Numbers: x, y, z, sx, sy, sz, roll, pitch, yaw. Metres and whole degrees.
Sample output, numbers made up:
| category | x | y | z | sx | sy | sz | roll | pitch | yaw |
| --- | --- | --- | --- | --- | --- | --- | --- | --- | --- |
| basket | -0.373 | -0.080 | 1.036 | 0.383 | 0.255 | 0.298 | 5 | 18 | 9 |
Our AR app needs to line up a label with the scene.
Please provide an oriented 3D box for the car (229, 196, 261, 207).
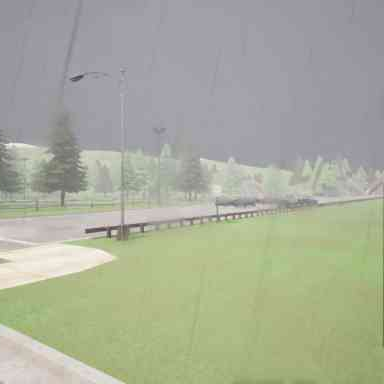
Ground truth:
| category | x | y | z | sx | sy | sz | roll | pitch | yaw |
| --- | --- | --- | --- | --- | --- | --- | --- | --- | --- |
| car | 8.088 | 1.494 | 50.482 | 2.128 | 1.511 | 4.902 | 0 | 0 | 35 |

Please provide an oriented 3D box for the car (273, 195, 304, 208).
| category | x | y | z | sx | sy | sz | roll | pitch | yaw |
| --- | --- | --- | --- | --- | --- | --- | --- | --- | --- |
| car | 13.320 | 1.506 | 45.760 | 1.837 | 1.490 | 4.892 | 0 | 0 | 35 |

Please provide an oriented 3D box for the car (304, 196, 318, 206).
| category | x | y | z | sx | sy | sz | roll | pitch | yaw |
| --- | --- | --- | --- | --- | --- | --- | --- | --- | --- |
| car | 19.182 | 1.507 | 54.222 | 1.837 | 1.490 | 4.892 | 0 | 0 | 35 |

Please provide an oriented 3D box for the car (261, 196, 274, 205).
| category | x | y | z | sx | sy | sz | roll | pitch | yaw |
| --- | --- | --- | --- | --- | --- | --- | --- | --- | --- |
| car | 13.920 | 1.494 | 58.912 | 2.128 | 1.511 | 4.902 | 0 | 0 | 35 |

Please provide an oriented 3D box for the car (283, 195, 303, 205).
| category | x | y | z | sx | sy | sz | roll | pitch | yaw |
| --- | --- | --- | --- | --- | --- | --- | --- | --- | --- |
| car | 17.603 | 1.354 | 57.899 | 2.097 | 1.767 | 4.553 | 0 | 0 | 35 |

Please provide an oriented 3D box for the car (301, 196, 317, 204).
| category | x | y | z | sx | sy | sz | roll | pitch | yaw |
| --- | --- | --- | --- | --- | --- | --- | --- | --- | --- |
| car | 23.098 | 1.528 | 65.752 | 1.812 | 1.442 | 4.674 | 0 | 0 | 35 |

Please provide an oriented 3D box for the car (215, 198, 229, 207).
| category | x | y | z | sx | sy | sz | roll | pitch | yaw |
| --- | --- | --- | --- | --- | --- | --- | --- | --- | --- |
| car | 5.391 | 1.567 | 52.718 | 1.994 | 1.385 | 4.181 | 0 | 0 | 35 |

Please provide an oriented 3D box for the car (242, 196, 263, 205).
| category | x | y | z | sx | sy | sz | roll | pitch | yaw |
| --- | --- | --- | --- | --- | --- | --- | --- | --- | --- |
| car | 11.052 | 1.480 | 60.918 | 1.882 | 1.535 | 5.008 | 0 | 0 | 35 |
